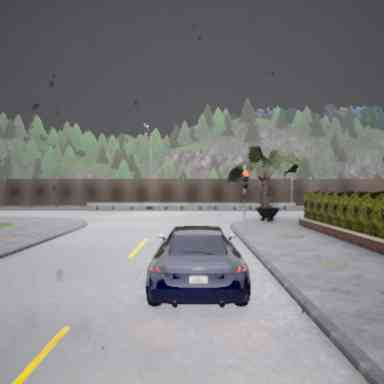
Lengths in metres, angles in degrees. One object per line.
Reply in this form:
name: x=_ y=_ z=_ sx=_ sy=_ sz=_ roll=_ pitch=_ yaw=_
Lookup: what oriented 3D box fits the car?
car: x=0.117 y=1.455 z=7.750 sx=1.994 sy=1.385 sz=4.181 roll=0 pitch=1 yaw=0
